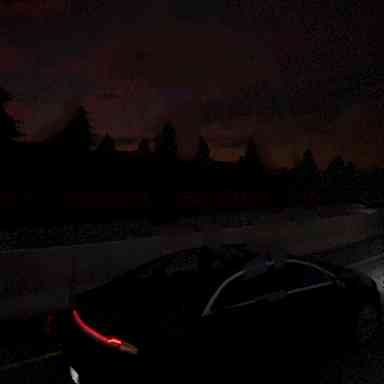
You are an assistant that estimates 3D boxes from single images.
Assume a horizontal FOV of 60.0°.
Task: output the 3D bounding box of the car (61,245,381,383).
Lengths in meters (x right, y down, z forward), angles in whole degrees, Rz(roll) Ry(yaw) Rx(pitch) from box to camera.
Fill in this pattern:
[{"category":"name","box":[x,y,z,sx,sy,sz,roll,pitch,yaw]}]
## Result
[{"category":"car","box":[0.808,1.504,4.617,4.902,1.511,2.128,0,0,-38]}]
